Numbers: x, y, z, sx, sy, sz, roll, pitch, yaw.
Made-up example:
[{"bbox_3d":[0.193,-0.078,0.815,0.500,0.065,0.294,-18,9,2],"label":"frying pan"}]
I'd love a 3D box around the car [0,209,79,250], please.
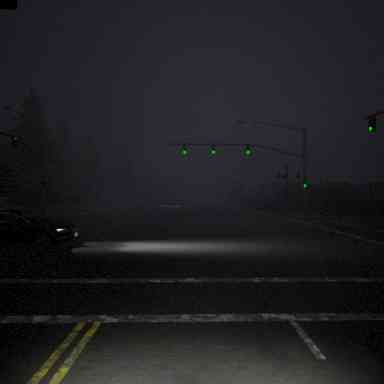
[{"bbox_3d":[-7.195,1.462,13.573,4.902,1.511,2.128,0,0,-1],"label":"car"}]

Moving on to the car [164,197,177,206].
[{"bbox_3d":[-3.571,1.543,55.896,1.812,1.442,4.674,0,0,0],"label":"car"}]
